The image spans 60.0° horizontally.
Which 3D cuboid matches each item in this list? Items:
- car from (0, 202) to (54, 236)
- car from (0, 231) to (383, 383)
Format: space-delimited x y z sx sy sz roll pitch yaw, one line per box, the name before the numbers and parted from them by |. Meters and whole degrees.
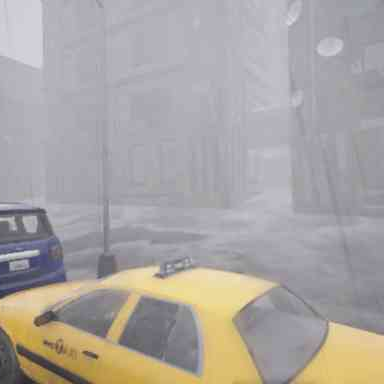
car | -4.883 1.227 6.641 5.566 2.045 2.435 0 0 34
car | -0.406 1.477 3.604 5.366 1.575 1.946 0 0 35
